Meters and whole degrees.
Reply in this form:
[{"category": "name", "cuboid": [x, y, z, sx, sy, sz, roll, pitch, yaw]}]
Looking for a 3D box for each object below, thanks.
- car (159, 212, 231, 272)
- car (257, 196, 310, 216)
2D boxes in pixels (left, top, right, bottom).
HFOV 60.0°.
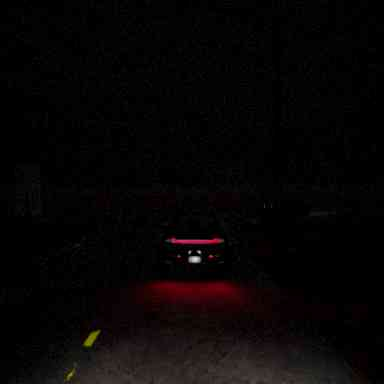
[{"category": "car", "cuboid": [0.077, 1.376, 10.357, 2.128, 1.511, 4.902, 0, 1, 0]}, {"category": "car", "cuboid": [7.781, 1.129, 28.015, 4.553, 1.767, 2.097, -2, 4, -27]}]
